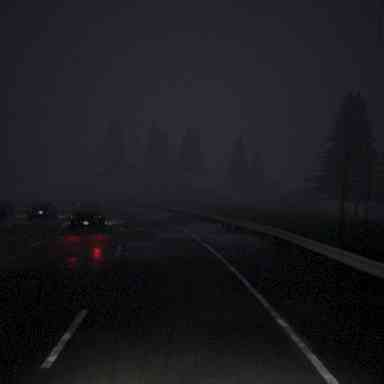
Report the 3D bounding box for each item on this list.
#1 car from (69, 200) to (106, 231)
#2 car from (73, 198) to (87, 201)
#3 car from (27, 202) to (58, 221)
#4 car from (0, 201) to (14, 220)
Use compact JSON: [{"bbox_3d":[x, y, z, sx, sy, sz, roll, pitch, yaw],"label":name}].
[{"bbox_3d":[-6.214,1.457,19.965,1.812,1.442,4.674,0,0,-14],"label":"car"},{"bbox_3d":[-12.507,1.421,37.275,2.033,1.411,5.357,0,0,-26],"label":"car"},{"bbox_3d":[-11.824,1.475,26.463,1.994,1.385,4.181,0,0,-19],"label":"car"},{"bbox_3d":[-15.537,1.439,26.544,1.812,1.442,4.674,0,0,-20],"label":"car"}]
